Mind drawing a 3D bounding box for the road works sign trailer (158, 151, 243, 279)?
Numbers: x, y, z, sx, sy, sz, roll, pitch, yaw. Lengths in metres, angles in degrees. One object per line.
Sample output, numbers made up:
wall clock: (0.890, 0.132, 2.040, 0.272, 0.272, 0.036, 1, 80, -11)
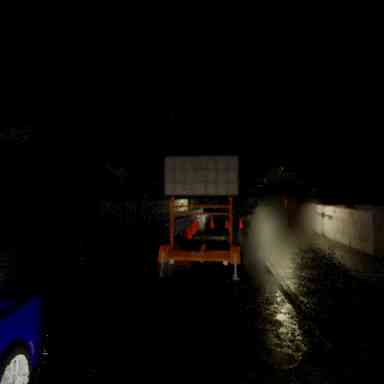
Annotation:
road works sign trailer: (0.303, 0.557, 10.387, 2.380, 3.560, 2.880, 0, -1, 6)

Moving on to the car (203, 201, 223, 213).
car: (2.650, 1.901, 41.999, 1.882, 1.535, 5.008, 0, -1, 14)

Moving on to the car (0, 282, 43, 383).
car: (-2.740, 1.494, 1.917, 1.882, 1.535, 5.008, 0, -1, 1)
